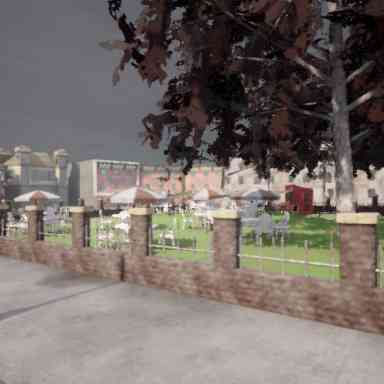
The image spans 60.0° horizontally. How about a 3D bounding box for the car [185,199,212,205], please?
[{"bbox_3d":[1.087,1.842,57.452,5.008,1.535,1.882,-1,0,3],"label":"car"}]
